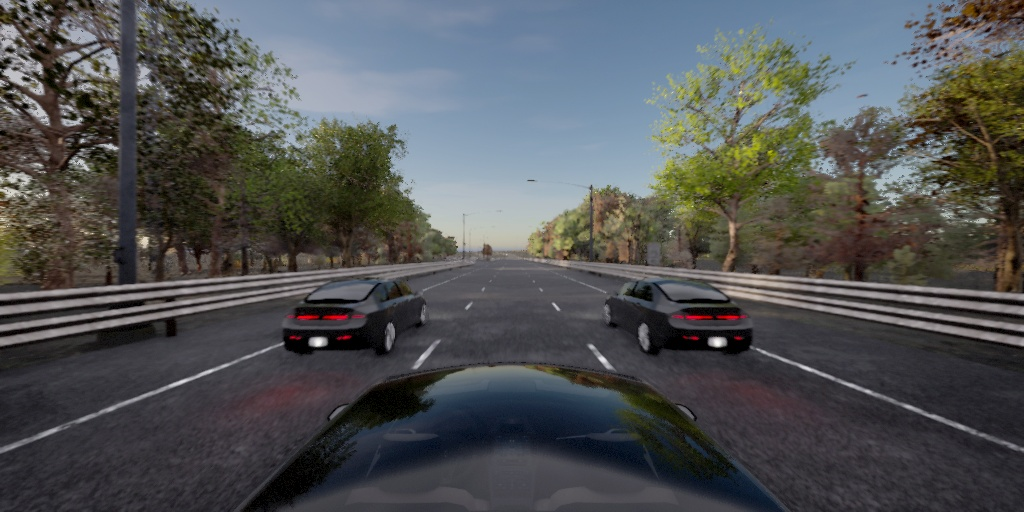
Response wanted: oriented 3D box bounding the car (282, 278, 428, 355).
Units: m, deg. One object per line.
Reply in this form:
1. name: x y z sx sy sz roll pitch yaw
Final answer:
1. car: -3.401 1.266 8.716 1.837 1.490 4.892 0 0 0

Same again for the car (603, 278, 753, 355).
1. car: 3.599 1.266 8.705 1.837 1.490 4.892 0 0 0
